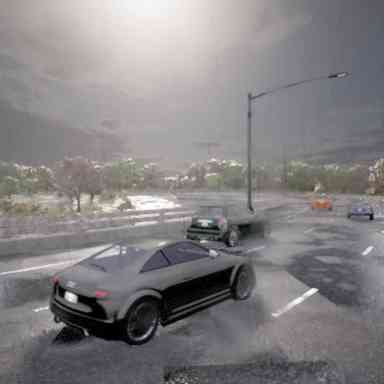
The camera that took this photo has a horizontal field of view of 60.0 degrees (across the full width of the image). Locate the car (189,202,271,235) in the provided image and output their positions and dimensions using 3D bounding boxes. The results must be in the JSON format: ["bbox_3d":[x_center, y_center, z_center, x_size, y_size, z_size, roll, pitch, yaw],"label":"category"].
[{"bbox_3d":[1.784,1.289,14.901,2.097,1.767,4.553,0,0,37],"label":"car"}]

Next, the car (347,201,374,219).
[{"bbox_3d":[13.917,1.418,27.521,2.033,1.411,5.357,0,0,27],"label":"car"}]

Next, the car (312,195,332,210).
[{"bbox_3d":[15.314,1.173,39.135,2.097,1.767,4.553,0,0,22],"label":"car"}]

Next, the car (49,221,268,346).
[{"bbox_3d":[-0.488,1.538,6.489,1.994,1.385,4.181,0,0,41],"label":"car"}]
